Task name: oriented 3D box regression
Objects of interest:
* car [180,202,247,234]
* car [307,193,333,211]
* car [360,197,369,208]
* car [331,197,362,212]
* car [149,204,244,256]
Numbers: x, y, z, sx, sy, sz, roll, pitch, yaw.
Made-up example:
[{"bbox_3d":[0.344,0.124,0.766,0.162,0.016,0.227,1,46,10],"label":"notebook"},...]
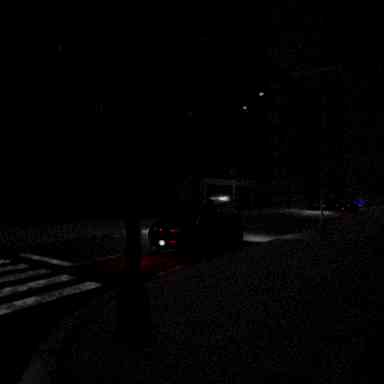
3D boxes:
[{"bbox_3d":[1.414,1.429,19.678,1.812,1.442,4.674,1,1,35],"label":"car"},{"bbox_3d":[15.592,1.122,40.078,2.150,2.045,5.566,1,0,35],"label":"car"},{"bbox_3d":[23.591,1.468,46.747,1.812,1.442,4.674,1,0,35],"label":"car"},{"bbox_3d":[17.842,1.538,38.351,1.895,1.301,4.718,1,1,35],"label":"car"},{"bbox_3d":[0.364,1.447,13.145,1.837,1.490,4.892,1,1,35],"label":"car"}]
